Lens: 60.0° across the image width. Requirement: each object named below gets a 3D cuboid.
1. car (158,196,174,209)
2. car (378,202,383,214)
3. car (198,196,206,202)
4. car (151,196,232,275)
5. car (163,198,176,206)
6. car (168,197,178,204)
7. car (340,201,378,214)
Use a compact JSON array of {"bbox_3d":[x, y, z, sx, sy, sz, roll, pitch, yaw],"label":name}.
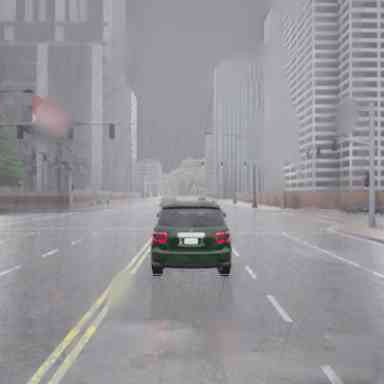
[{"bbox_3d":[-4.023,1.607,52.027,2.097,1.767,4.553,0,0,0],"label":"car"},{"bbox_3d":[22.136,1.641,33.668,5.008,1.535,1.882,0,0,-1],"label":"car"},{"bbox_3d":[2.742,1.942,90.377,1.837,1.490,4.892,0,0,0],"label":"car"},{"bbox_3d":[-0.022,1.278,10.745,2.150,2.045,5.566,0,0,0],"label":"car"},{"bbox_3d":[-4.079,1.849,61.648,2.033,1.411,5.357,0,0,0],"label":"car"},{"bbox_3d":[-4.102,1.852,71.953,1.837,1.490,4.892,0,0,0],"label":"car"},{"bbox_3d":[19.468,1.728,37.133,5.357,1.411,2.033,0,0,-1],"label":"car"}]
